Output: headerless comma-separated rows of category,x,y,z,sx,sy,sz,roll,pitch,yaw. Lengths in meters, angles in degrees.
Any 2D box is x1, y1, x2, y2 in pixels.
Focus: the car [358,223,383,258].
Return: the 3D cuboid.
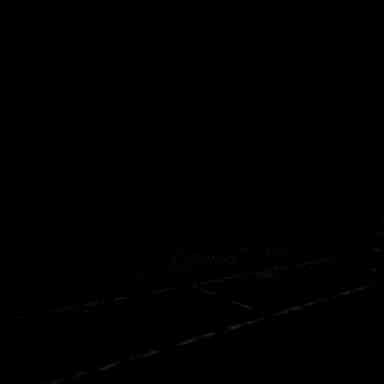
car,7.796,1.656,12.094,4.507,1.381,1.887,1,-1,-35
